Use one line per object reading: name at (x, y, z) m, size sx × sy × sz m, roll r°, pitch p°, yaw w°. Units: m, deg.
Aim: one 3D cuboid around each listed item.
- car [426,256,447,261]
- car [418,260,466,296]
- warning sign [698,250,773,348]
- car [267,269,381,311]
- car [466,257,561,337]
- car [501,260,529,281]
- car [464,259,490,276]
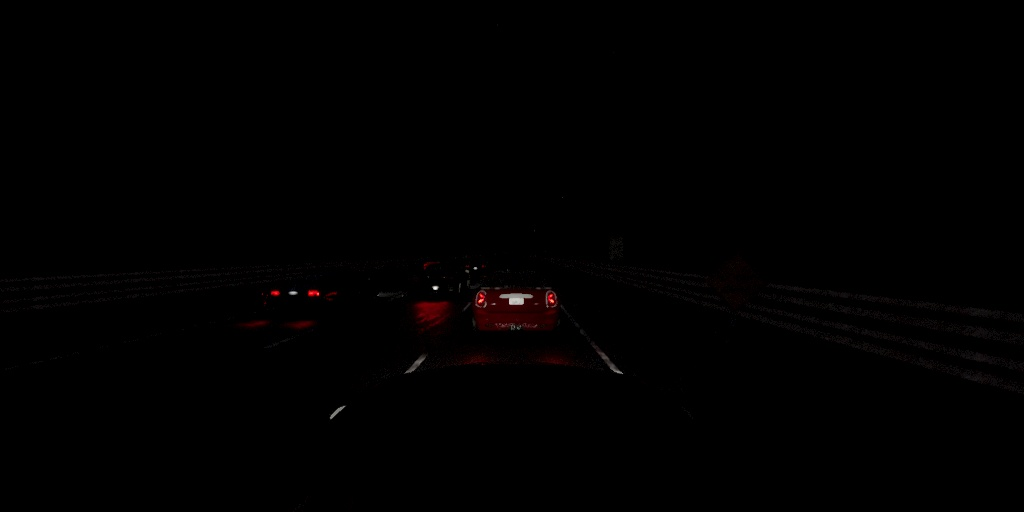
car at (-6.716, 0.822, 32.880) m, size 2.097 × 1.767 × 4.553 m, roll 0°, pitch 1°, yaw 0°
car at (-3.308, 1.107, 17.995) m, size 1.837 × 1.490 × 4.892 m, roll 0°, pitch 0°, yaw 0°
warning sign at (4.583, 0.812, 7.449) m, size 1.300 × 1.860 × 1.060 m, roll 0°, pitch 0°, yaw 0°
car at (-6.841, 1.190, 13.766) m, size 2.033 × 1.411 × 5.357 m, roll 0°, pitch 1°, yaw 1°
car at (0.117, 1.025, 10.134) m, size 2.097 × 1.767 × 4.553 m, roll 0°, pitch 0°, yaw 1°
car at (0.252, 1.053, 28.728) m, size 2.033 × 1.411 × 5.357 m, roll 0°, pitch 1°, yaw 1°
car at (-3.209, 1.025, 33.655) m, size 1.994 × 1.385 × 4.181 m, roll 0°, pitch 0°, yaw 0°
